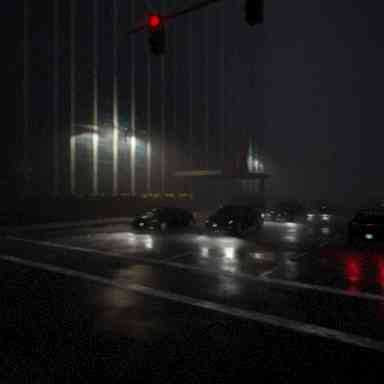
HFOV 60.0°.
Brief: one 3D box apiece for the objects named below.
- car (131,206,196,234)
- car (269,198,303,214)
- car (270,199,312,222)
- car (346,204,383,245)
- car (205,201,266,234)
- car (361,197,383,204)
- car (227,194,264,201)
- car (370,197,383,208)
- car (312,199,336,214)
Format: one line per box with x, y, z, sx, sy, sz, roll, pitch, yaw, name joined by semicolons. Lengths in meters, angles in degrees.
-1.570;1.554;19.474;1.994;1.385;4.181;0;0;35;car
10.371;1.482;36.551;2.128;1.511;4.902;0;0;35;car
7.907;1.498;26.932;1.837;1.490;4.892;0;0;35;car
8.204;1.491;14.800;2.128;1.511;4.902;0;0;35;car
2.563;1.498;19.280;1.837;1.490;4.892;0;0;35;car
21.649;1.488;40.155;2.128;1.511;4.902;0;0;35;car
4.365;1.212;27.980;2.150;2.045;5.566;0;0;35;car
27.491;1.489;48.524;2.128;1.511;4.902;0;0;35;car
13.816;1.519;35.362;1.812;1.442;4.674;0;0;35;car
